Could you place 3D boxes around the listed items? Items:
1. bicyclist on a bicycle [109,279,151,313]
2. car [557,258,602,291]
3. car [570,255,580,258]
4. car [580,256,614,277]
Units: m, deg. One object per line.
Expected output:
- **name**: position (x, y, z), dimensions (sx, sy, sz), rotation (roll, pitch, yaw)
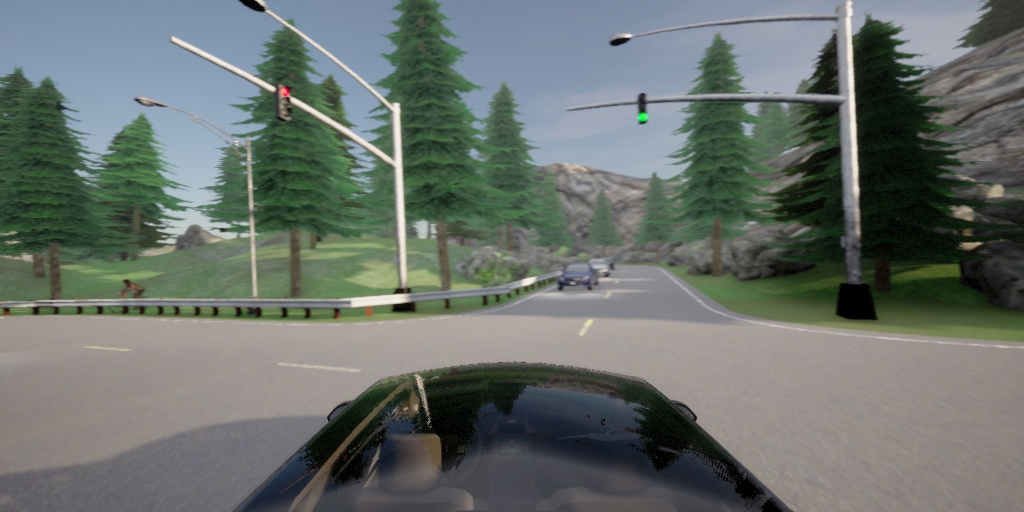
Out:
- **bicyclist on a bicycle**: position (-19.188, 1.979, 18.068), dimensions (0.582, 1.620, 1.656), rotation (-1, 1, 20)
- **car**: position (3.892, 1.103, 20.708), dimensions (1.812, 1.442, 4.674), rotation (-2, 0, 19)
- **car**: position (9.201, 0.681, 58.837), dimensions (4.553, 1.767, 2.097), rotation (-2, 0, 43)
- **car**: position (7.209, 0.958, 30.159), dimensions (1.812, 1.442, 4.674), rotation (-2, 0, 20)
